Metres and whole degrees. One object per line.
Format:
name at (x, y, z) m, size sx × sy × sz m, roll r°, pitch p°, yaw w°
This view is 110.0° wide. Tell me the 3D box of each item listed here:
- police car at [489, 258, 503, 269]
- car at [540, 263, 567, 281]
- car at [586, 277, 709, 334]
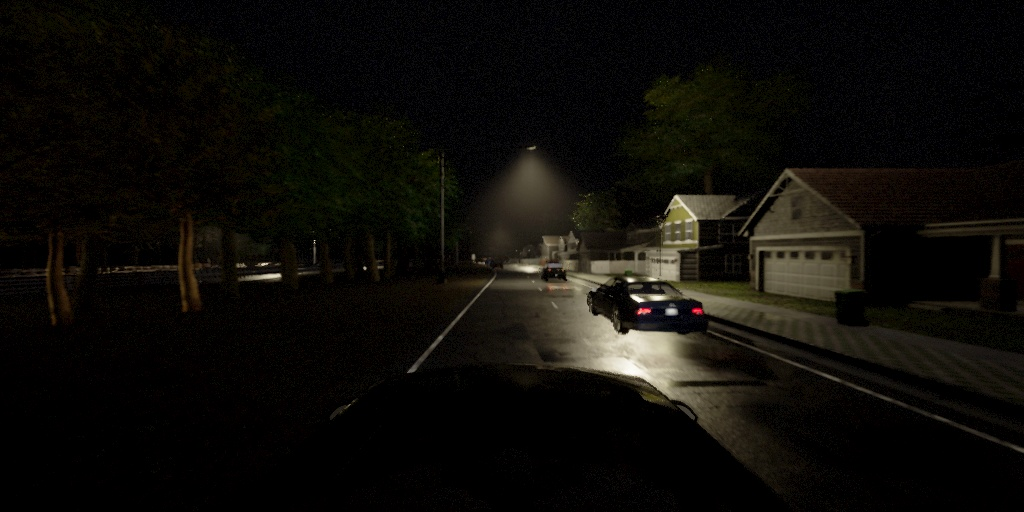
police car at (-2.684, 1.488, 65.483) m, size 1.930 × 1.638 × 5.238 m, roll 0°, pitch 0°, yaw -5°
car at (3.581, 1.369, 31.357) m, size 2.128 × 1.511 × 4.902 m, roll 0°, pitch 0°, yaw 0°
car at (3.598, 1.312, 10.592) m, size 2.033 × 1.411 × 5.357 m, roll 0°, pitch 0°, yaw 0°
